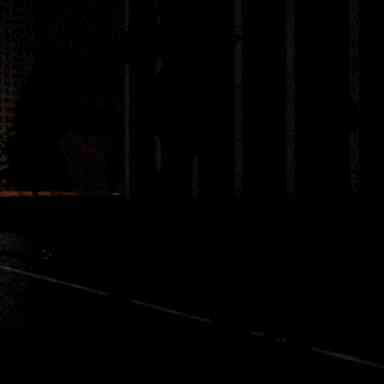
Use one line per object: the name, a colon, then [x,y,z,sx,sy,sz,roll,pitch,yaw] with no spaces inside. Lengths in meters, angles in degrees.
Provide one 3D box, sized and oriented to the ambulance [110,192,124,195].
ambulance: [-13.099,1.246,59.585,2.351,2.431,6.366,0,0,35]
